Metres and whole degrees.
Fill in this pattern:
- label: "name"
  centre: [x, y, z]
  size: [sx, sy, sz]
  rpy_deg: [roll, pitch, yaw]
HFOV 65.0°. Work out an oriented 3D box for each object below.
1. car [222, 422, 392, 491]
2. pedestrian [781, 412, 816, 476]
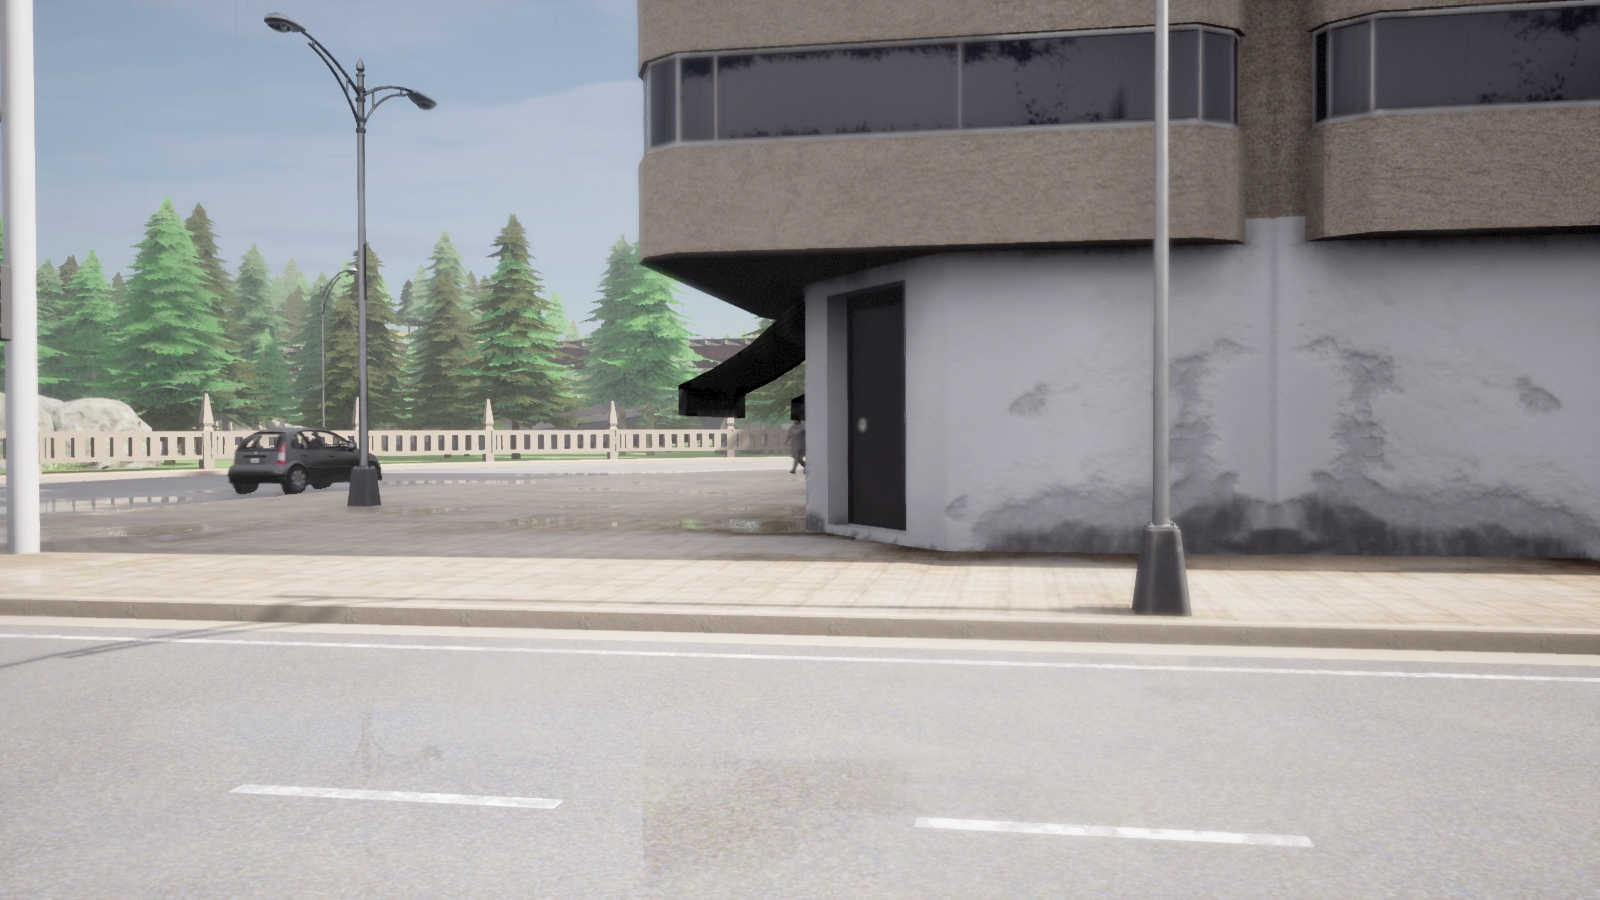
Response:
- label: "car"
  centre: [-12.358, 0.116, 31.742]
  size: [1.851, 1.617, 3.988]
  rpy_deg: [1, 1, 19]
- label: "pedestrian"
  centre: [-0.052, -0.192, 38.572]
  size: [0.659, 1.952, 0.873]
  rpy_deg: [1, 1, 37]
